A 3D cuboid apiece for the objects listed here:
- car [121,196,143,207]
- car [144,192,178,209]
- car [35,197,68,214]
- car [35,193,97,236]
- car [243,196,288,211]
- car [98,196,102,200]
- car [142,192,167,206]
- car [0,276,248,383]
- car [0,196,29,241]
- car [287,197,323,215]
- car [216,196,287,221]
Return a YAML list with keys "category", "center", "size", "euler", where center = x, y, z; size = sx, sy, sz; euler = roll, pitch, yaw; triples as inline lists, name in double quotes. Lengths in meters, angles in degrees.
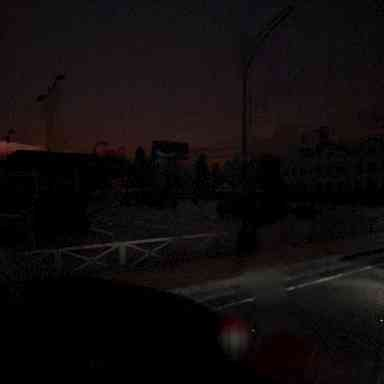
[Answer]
- category: "car"
  center: [-8.567, 1.288, 46.924]
  size: [1.970, 1.475, 3.806]
  euler: [0, 0, -36]
- category: "car"
  center: [-3.613, 1.024, 40.042]
  size: [1.932, 1.855, 4.605]
  euler: [0, 0, -36]
- category: "car"
  center: [-14.166, 1.280, 33.388]
  size: [2.007, 1.523, 4.514]
  euler: [0, 0, -36]
- category: "car"
  center: [-6.489, 1.074, 16.637]
  size: [1.905, 1.878, 3.866]
  euler: [0, 0, -36]
- category: "car"
  center: [7.852, 1.193, 35.924]
  size: [2.007, 1.523, 4.514]
  euler: [0, 0, -36]
- category: "car"
  center: [-24.563, 1.205, 83.482]
  size: [3.866, 1.878, 1.905]
  euler: [0, 0, -36]
- category: "car"
  center: [-5.507, 0.989, 48.356]
  size: [1.905, 1.878, 3.866]
  euler: [0, 0, -36]
- category: "car"
  center: [-1.506, 1.563, 2.909]
  size: [4.181, 1.385, 1.994]
  euler: [0, 0, -35]
- category: "car"
  center: [-8.615, 1.107, 14.614]
  size: [1.932, 1.855, 4.605]
  euler: [0, 0, -36]
- category: "car"
  center: [8.964, 1.144, 28.058]
  size: [1.970, 1.475, 3.806]
  euler: [0, 0, -36]
- category: "car"
  center: [3.927, 1.094, 24.068]
  size: [2.152, 1.636, 5.027]
  euler: [0, 0, -36]
